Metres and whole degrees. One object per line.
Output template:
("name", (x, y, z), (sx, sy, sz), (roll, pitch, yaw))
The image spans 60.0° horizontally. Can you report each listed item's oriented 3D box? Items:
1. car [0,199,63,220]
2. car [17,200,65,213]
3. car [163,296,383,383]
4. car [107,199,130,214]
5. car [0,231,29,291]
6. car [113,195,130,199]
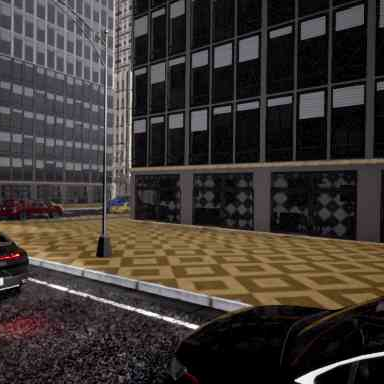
("car", (-14.164, 1.519, 29.664), (2.192, 1.841, 5.009), (1, 0, 37))
("car", (-17.628, 1.643, 39.051), (1.752, 1.417, 4.829), (1, 0, 37))
("car", (1.986, 1.505, 2.258), (4.892, 1.490, 1.837), (0, 0, 36))
("car", (-7.334, 1.830, 38.852), (1.752, 1.417, 4.829), (1, 0, 37))
("car", (-5.731, 1.500, 7.801), (4.892, 1.490, 1.837), (0, 0, 36))
("car", (-9.402, 1.467, 45.780), (2.150, 2.045, 5.566), (1, 1, 35))
